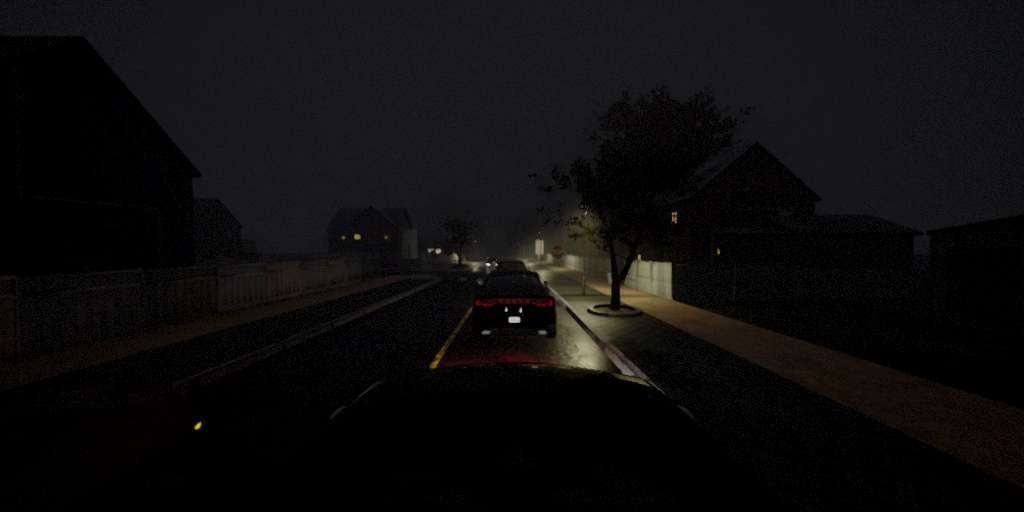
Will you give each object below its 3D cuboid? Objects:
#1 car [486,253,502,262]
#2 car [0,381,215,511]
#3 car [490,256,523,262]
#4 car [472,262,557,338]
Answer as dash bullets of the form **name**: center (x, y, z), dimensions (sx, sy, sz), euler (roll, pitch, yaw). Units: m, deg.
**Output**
- **car**: center (-2.956, 0.398, 56.738), dimensions (1.837, 1.490, 4.892), euler (0, 1, 0)
- **car**: center (-2.845, 1.297, 0.459), dimensions (1.812, 1.442, 4.674), euler (0, 1, 0)
- **car**: center (-0.053, 0.964, 19.099), dimensions (1.837, 1.490, 4.892), euler (0, 1, -1)
- **car**: center (0.055, 1.093, 9.691), dimensions (1.882, 1.535, 5.008), euler (0, 1, 0)
